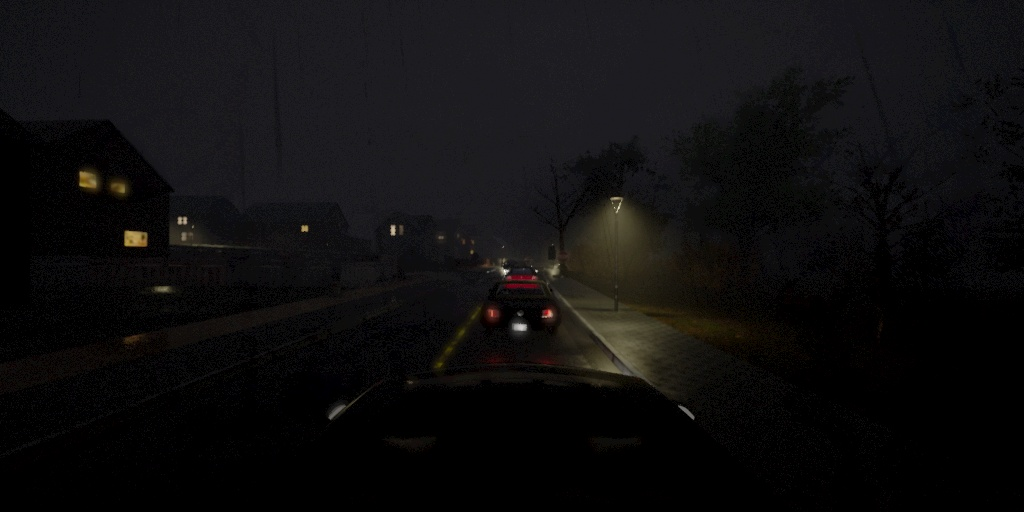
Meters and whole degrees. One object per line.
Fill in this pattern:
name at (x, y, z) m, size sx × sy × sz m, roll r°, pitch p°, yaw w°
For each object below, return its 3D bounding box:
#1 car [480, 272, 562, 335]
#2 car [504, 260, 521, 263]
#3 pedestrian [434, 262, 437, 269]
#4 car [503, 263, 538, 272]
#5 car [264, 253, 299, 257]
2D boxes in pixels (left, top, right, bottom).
car at (0.247, 1.328, 10.337) m, size 1.895 × 1.301 × 4.718 m, roll 0°, pitch 0°, yaw 1°
car at (-0.130, 1.255, 51.546) m, size 1.812 × 1.442 × 4.674 m, roll 0°, pitch 0°, yaw 6°
pedestrian at (-8.356, 0.476, 39.305) m, size 0.375 × 1.860 × 0.375 m, roll 0°, pitch -3°, yaw 3°
car at (0.585, 1.277, 21.009) m, size 1.994 × 1.385 × 4.181 m, roll 0°, pitch 0°, yaw 2°
car at (-21.926, 0.196, 34.047) m, size 4.674 × 1.442 × 1.812 m, roll 3°, pitch 0°, yaw 3°
